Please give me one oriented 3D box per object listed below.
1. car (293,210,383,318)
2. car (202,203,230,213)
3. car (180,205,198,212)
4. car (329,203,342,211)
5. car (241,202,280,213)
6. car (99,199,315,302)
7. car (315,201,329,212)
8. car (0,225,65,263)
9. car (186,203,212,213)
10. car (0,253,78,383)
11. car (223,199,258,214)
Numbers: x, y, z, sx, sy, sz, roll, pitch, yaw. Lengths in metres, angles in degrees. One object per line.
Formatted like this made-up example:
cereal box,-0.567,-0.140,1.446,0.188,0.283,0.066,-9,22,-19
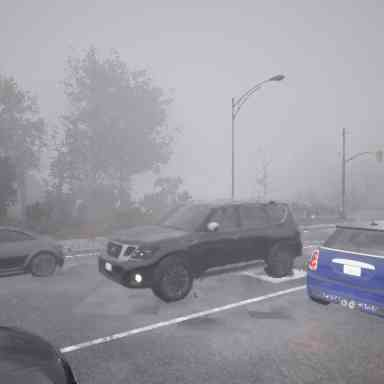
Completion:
car,4.470,1.361,6.892,4.553,1.767,2.097,0,0,-35
car,3.838,2.599,54.834,2.128,1.511,4.902,0,-3,-32
car,-0.805,3.662,75.559,1.837,1.490,4.892,0,-3,-32
car,14.608,1.721,37.637,2.128,1.511,4.902,0,-2,-33
car,9.374,2.126,45.995,2.033,1.411,5.357,0,-3,-32
car,0.500,1.226,8.619,5.566,2.045,2.150,0,0,-35
car,11.712,1.724,35.734,1.837,1.490,4.892,0,-1,-29
car,-5.540,1.563,8.618,4.181,1.385,1.994,0,0,-35
car,1.040,2.608,52.711,1.812,1.442,4.674,0,-3,-32
car,-3.060,1.492,1.563,4.902,1.511,2.128,0,0,-36
car,6.387,1.924,44.173,2.097,1.767,4.553,0,-3,-32
